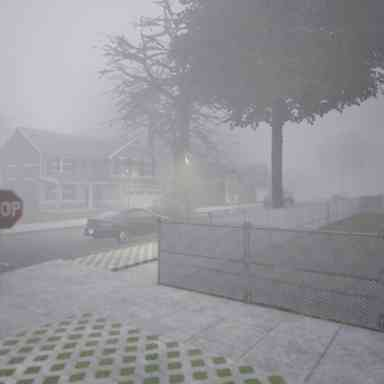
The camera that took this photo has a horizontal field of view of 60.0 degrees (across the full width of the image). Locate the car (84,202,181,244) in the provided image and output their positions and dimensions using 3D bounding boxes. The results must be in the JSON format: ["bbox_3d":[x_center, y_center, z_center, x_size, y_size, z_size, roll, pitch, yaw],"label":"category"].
[{"bbox_3d":[-2.799,1.427,15.505,1.812,1.442,4.674,1,1,35],"label":"car"}]

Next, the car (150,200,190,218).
[{"bbox_3d":[-2.050,1.279,21.487,2.128,1.511,4.902,1,1,35],"label":"car"}]

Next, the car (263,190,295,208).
[{"bbox_3d":[10.224,0.759,38.742,2.150,2.045,5.566,1,2,36],"label":"car"}]

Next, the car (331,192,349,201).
[{"bbox_3d":[23.182,0.828,51.981,1.837,1.490,4.892,1,2,35],"label":"car"}]
